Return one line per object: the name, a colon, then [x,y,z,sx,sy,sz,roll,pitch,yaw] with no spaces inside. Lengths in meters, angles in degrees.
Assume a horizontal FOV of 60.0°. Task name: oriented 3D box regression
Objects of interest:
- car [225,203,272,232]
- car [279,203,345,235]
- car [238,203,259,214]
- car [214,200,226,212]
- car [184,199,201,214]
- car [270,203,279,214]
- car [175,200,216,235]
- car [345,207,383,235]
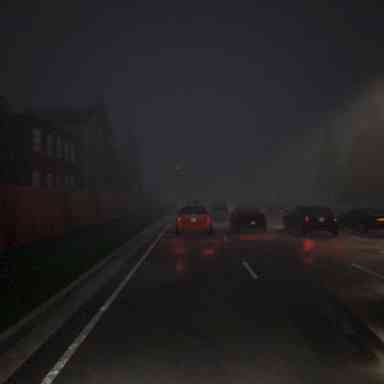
car: [3.595,1.709,22.063,1.882,1.535,5.008,0,-1,0]
car: [7.095,1.566,20.301,2.097,1.767,4.553,0,-1,0]
car: [7.053,2.039,41.972,1.895,1.301,4.718,0,-1,0]
car: [3.570,1.809,43.842,2.097,1.767,4.553,0,-1,0]
car: [0.059,1.792,42.203,2.097,1.767,4.553,0,-1,0]
car: [10.554,2.035,41.561,1.895,1.301,4.718,0,-1,0]
car: [0.096,1.566,20.353,2.097,1.767,4.553,0,-1,0]
car: [10.595,1.718,20.486,1.837,1.490,4.892,0,-1,0]
